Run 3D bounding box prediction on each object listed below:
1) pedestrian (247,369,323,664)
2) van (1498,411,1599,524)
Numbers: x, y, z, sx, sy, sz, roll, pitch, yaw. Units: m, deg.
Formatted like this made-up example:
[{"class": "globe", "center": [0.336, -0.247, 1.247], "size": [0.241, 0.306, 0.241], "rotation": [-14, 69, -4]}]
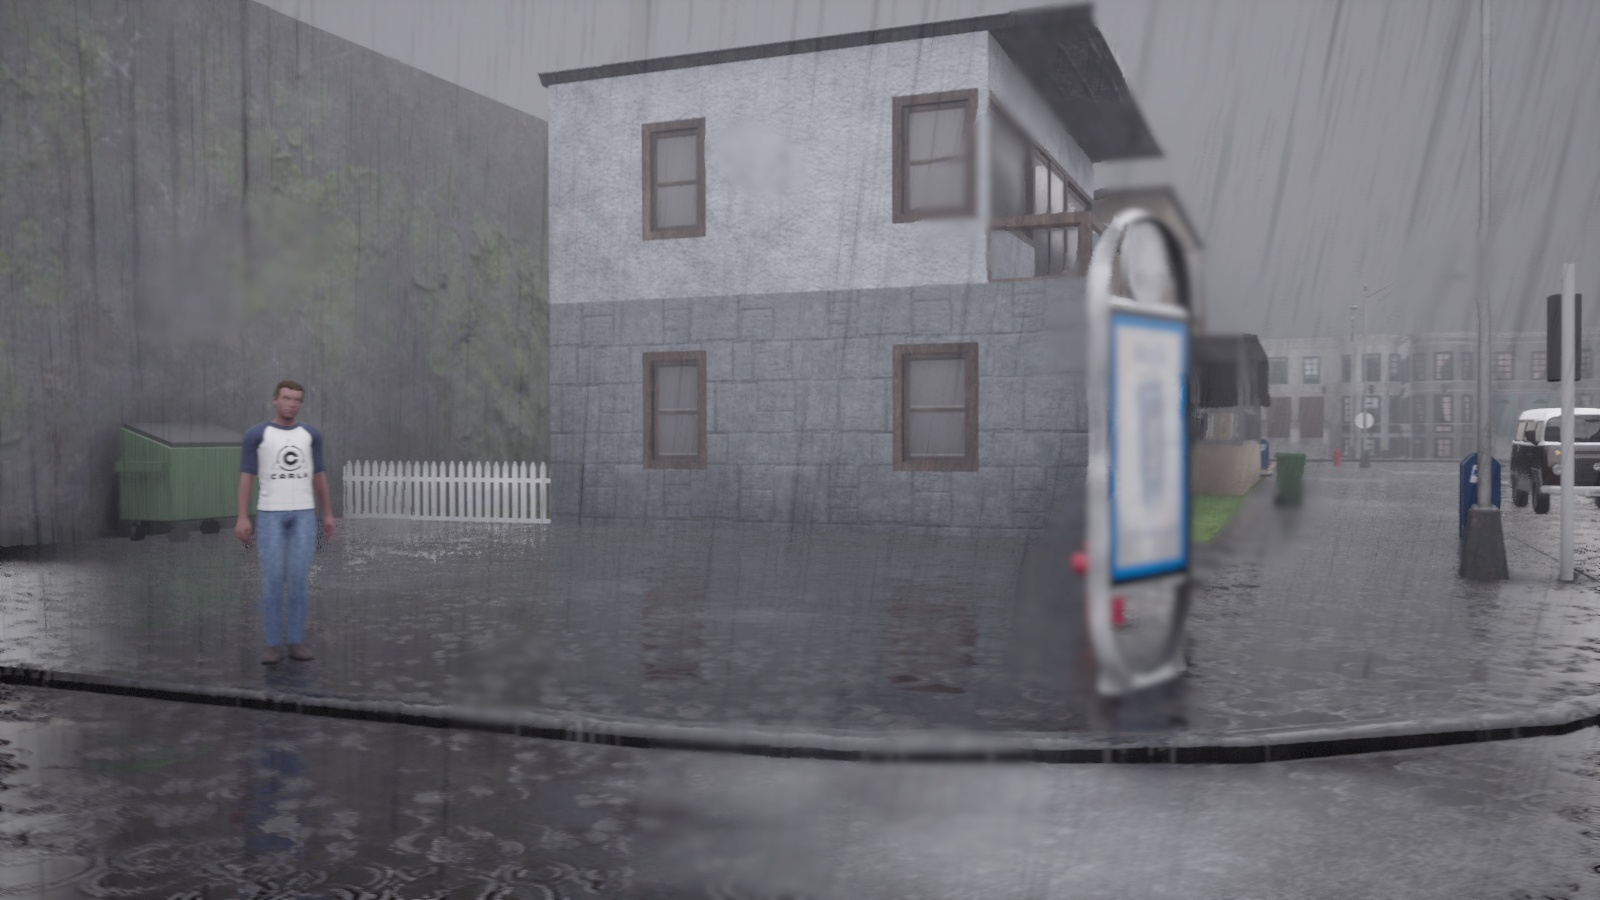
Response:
[{"class": "pedestrian", "center": [-3.371, 0.412, 8.210], "size": [0.354, 1.836, 0.706], "rotation": [0, 1, -31]}, {"class": "van", "center": [15.176, 0.290, 24.594], "size": [2.069, 2.038, 4.480], "rotation": [1, 1, 22]}]
